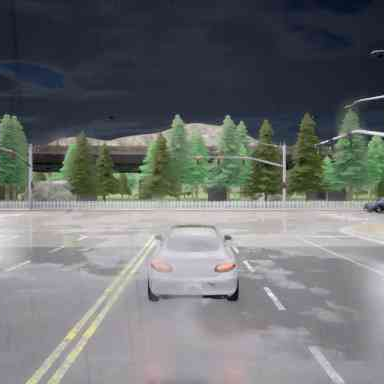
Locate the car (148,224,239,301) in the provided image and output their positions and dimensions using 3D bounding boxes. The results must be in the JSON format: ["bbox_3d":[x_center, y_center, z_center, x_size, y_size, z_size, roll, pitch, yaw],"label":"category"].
[{"bbox_3d":[0.032,1.526,8.192,1.812,1.442,4.674,0,0,0],"label":"car"}]

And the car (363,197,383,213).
[{"bbox_3d":[20.729,1.296,35.327,4.553,1.767,2.097,0,0,0],"label":"car"}]
